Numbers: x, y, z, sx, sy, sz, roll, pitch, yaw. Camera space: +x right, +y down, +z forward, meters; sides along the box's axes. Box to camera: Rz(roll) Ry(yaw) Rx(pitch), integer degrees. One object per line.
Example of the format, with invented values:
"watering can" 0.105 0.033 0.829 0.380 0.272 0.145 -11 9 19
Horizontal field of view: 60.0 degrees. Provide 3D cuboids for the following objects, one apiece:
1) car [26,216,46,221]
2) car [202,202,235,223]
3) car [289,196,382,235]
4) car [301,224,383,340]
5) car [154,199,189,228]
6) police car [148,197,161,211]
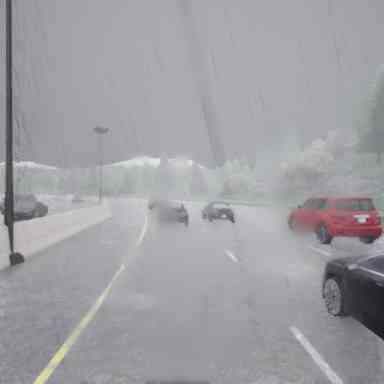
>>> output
"car" -12.498 1.463 25.517 1.882 1.535 5.008 0 0 -8
"car" 1.907 1.483 24.884 1.812 1.442 4.674 0 0 -7
"car" 6.400 1.184 15.541 2.150 2.045 5.566 0 0 -4
"car" 3.450 1.477 4.508 2.128 1.511 4.902 0 0 -1
"car" -1.305 1.459 22.208 2.128 1.511 4.902 0 0 -7
"police car" -4.358 1.449 41.005 2.038 1.542 4.974 0 0 -12
